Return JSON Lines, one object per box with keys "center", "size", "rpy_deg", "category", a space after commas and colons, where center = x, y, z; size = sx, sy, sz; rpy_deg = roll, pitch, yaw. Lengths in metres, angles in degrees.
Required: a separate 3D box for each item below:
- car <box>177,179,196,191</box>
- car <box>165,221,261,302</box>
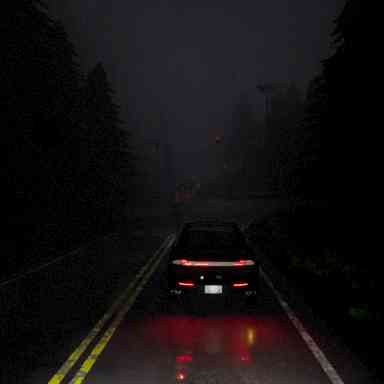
{"center": [-0.693, -1.068, 45.245], "size": [1.812, 1.442, 4.674], "rpy_deg": [1, 9, 14], "category": "car"}
{"center": [0.449, 1.466, 8.191], "size": [2.128, 1.511, 4.902], "rpy_deg": [0, 0, 2], "category": "car"}
